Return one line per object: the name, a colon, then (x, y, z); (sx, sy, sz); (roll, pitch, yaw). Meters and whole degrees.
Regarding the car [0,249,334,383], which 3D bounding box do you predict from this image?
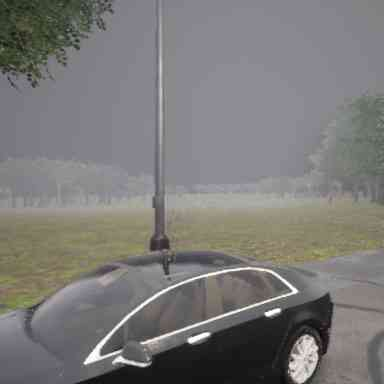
car: (-0.394, 1.500, 3.685); (4.892, 1.490, 1.837); (0, 0, -35)
